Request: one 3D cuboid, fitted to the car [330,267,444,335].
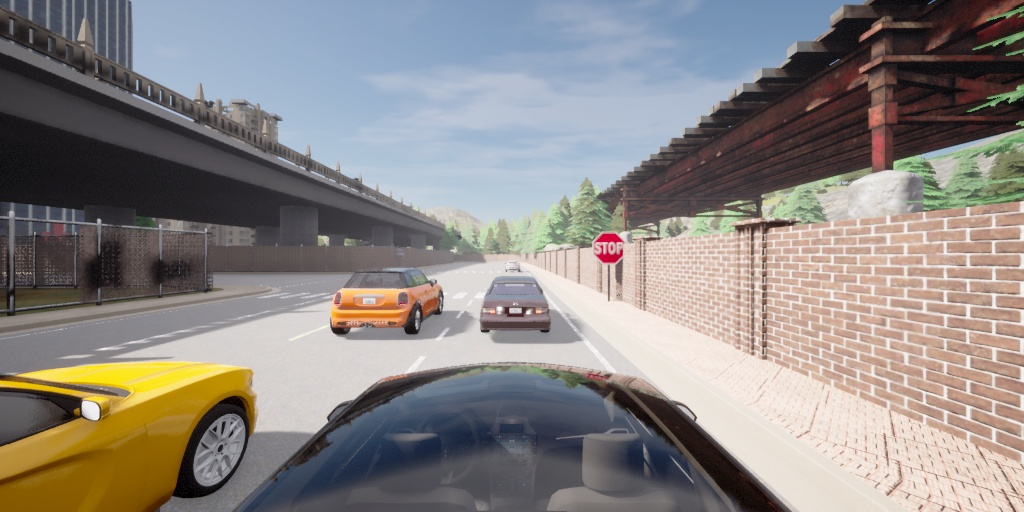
[{"bbox_3d":[-3.421,1.102,10.711,2.097,1.767,4.553,0,0,0],"label":"car"}]

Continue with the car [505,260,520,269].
[{"bbox_3d":[0.098,1.276,45.528,1.812,1.442,4.674,0,0,-1],"label":"car"}]

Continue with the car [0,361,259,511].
[{"bbox_3d":[-3.399,1.228,1.454,1.882,1.535,5.008,0,0,0],"label":"car"}]

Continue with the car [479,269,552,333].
[{"bbox_3d":[0.081,1.297,10.732,2.033,1.411,5.357,0,0,0],"label":"car"}]
